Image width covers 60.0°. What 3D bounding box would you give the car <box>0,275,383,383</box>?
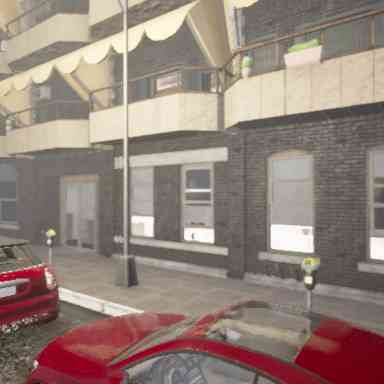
[{"bbox_3d":[0.372,1.585,2.609,4.206,1.307,1.802,0,0,35],"label":"car"}]

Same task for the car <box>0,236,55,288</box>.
[{"bbox_3d":[-4.228,1.461,5.888,4.097,1.590,1.967,0,0,35],"label":"car"}]
